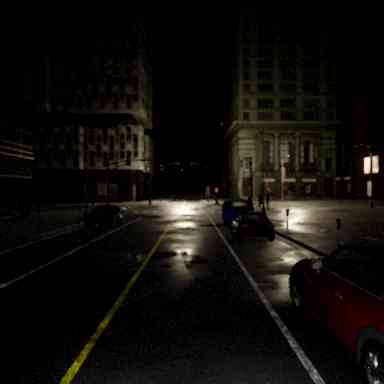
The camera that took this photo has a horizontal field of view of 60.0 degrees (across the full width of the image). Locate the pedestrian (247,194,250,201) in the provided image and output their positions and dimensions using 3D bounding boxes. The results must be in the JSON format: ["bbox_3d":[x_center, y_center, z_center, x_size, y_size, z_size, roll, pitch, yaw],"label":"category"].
[{"bbox_3d":[6.162,1.104,36.546,0.375,1.860,0.375,0,0,0],"label":"pedestrian"}]

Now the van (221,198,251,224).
[{"bbox_3d":[2.869,1.323,21.909,1.690,1.788,3.998,0,0,0],"label":"van"}]

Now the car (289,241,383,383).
[{"bbox_3d":[2.856,1.438,4.962,1.967,1.590,4.097,0,0,0],"label":"car"}]

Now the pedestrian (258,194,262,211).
[{"bbox_3d":[7.161,1.084,35.345,0.375,1.860,0.375,0,0,0],"label":"pedestrian"}]

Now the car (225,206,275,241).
[{"bbox_3d":[2.865,1.570,16.260,1.802,1.307,4.206,0,0,0],"label":"car"}]

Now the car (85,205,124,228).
[{"bbox_3d":[-5.656,1.547,21.915,1.947,1.339,4.313,0,0,0],"label":"car"}]

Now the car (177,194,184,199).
[{"bbox_3d":[-3.184,1.341,93.198,2.033,1.411,5.357,0,0,0],"label":"car"}]

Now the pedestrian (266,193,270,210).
[{"bbox_3d":[8.162,1.047,35.944,0.375,1.860,0.375,0,0,0],"label":"pedestrian"}]
